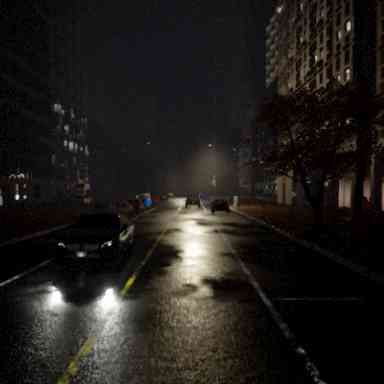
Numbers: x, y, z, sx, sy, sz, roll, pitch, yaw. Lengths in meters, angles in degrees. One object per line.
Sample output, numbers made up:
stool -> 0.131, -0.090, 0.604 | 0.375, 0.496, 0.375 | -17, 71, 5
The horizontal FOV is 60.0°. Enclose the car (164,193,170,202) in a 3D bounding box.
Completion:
car -> -5.695, 1.149, 60.368 | 2.008, 1.369, 4.403 | -1, 0, 0

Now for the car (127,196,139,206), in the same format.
car -> -5.699, 1.338, 26.448 | 1.752, 1.417, 4.829 | -1, 0, 0

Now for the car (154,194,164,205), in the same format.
car -> -5.697, 1.212, 49.117 | 1.887, 1.381, 4.507 | -1, 0, 0

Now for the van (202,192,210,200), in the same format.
van -> 2.681, 0.907, 65.991 | 1.690, 1.788, 3.998 | -1, 0, 0

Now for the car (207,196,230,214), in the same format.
car -> 2.683, 1.357, 32.243 | 1.802, 1.307, 4.206 | -1, 0, 0

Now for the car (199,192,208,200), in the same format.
car -> 2.684, 0.941, 77.241 | 1.967, 1.590, 4.097 | -1, 0, 0

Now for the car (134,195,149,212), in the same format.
car -> -5.698, 1.320, 32.243 | 1.887, 1.381, 4.507 | -1, 0, 0

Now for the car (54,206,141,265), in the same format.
car -> -3.093, 1.441, 11.525 | 1.812, 1.442, 4.674 | 0, 0, -1

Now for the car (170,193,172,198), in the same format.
car -> -5.695, 1.116, 65.992 | 2.008, 1.369, 4.403 | -1, 0, 0

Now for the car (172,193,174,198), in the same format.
car -> -5.693, 0.989, 88.492 | 2.008, 1.369, 4.403 | -1, 0, 0

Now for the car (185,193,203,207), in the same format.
car -> 0.104, 1.170, 45.119 | 1.882, 1.535, 5.008 | 0, 0, 0

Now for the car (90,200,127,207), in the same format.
car -> -5.699, 1.400, 20.993 | 2.008, 1.369, 4.403 | -1, 0, 0

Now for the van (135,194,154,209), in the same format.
van -> -5.701, 1.080, 37.866 | 1.690, 1.788, 3.998 | -1, 0, 0
